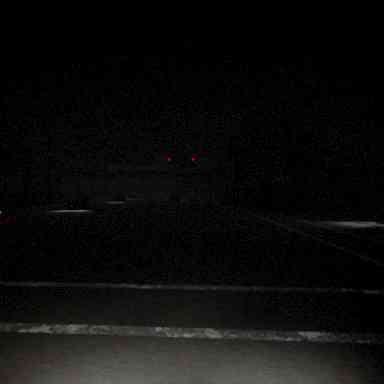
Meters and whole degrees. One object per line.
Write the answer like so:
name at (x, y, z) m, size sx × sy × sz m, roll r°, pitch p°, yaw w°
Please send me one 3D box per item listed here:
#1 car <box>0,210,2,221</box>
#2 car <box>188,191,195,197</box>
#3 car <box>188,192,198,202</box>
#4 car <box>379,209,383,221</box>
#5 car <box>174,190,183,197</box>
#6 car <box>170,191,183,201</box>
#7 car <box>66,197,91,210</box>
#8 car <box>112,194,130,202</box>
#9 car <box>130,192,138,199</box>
car at (-14.104, 1.490, 21.109) m, size 1.837 × 1.490 × 4.892 m, roll 0°, pitch 0°, yaw 0°
car at (-0.012, 0.621, 87.771) m, size 1.812 × 1.442 × 4.674 m, roll 0°, pitch 1°, yaw 0°
car at (0.091, 1.100, 64.549) m, size 1.812 × 1.442 × 4.674 m, roll 0°, pitch 1°, yaw 0°
car at (15.829, 1.339, 23.523) m, size 4.553 × 1.767 × 2.097 m, roll 0°, pitch 0°, yaw -2°
car at (-3.512, 0.462, 87.287) m, size 2.097 × 1.767 × 4.553 m, roll 0°, pitch 1°, yaw 0°
car at (-3.410, 0.973, 68.656) m, size 1.882 × 1.535 × 5.008 m, roll 0°, pitch 1°, yaw 0°
car at (-14.103, 1.394, 41.479) m, size 1.837 × 1.490 × 4.892 m, roll 0°, pitch 1°, yaw 0°
car at (-14.042, 1.130, 64.117) m, size 2.033 × 1.411 × 5.357 m, roll 0°, pitch 1°, yaw 0°
car at (-14.011, 0.799, 78.833) m, size 1.812 × 1.442 × 4.674 m, roll 0°, pitch 1°, yaw 0°
